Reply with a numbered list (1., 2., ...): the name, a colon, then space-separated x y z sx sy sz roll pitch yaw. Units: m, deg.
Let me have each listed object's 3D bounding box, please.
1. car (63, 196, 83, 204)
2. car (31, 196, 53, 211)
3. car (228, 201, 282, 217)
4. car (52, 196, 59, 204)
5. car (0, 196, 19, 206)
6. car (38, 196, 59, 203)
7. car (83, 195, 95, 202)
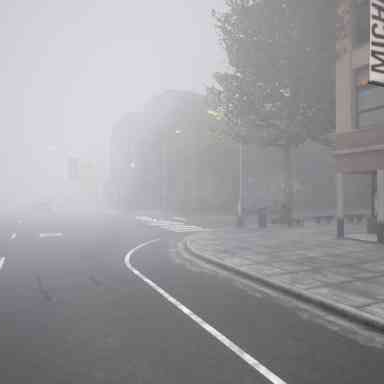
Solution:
1. car: -23.760 1.525 65.474 1.812 1.442 4.674 0 0 3
2. car: -18.204 1.525 40.244 1.812 1.442 4.674 0 0 -25
3. car: 6.151 1.547 31.607 5.357 1.411 2.033 0 0 -26
4. car: -27.355 1.491 62.527 2.128 1.511 4.902 0 0 -1
5. car: -30.569 1.601 55.301 1.895 1.301 4.718 0 0 -8
6. car: -30.412 1.555 70.794 1.895 1.301 4.718 0 0 8
7. car: -24.375 1.524 79.043 1.812 1.442 4.674 0 0 25
